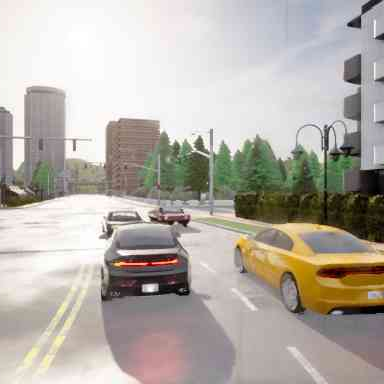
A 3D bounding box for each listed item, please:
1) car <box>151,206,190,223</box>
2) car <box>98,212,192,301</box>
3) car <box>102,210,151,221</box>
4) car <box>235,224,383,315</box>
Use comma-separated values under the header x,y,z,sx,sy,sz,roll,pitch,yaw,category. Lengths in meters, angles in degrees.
x,y,z,sx,sy,sz,roll,pitch,yaw,category
-1.668,1.601,22.394,1.895,1.301,4.718,0,0,-18,car
-1.272,1.505,8.443,1.837,1.490,4.892,0,0,-12,car
-3.637,1.601,17.259,1.895,1.301,4.718,0,0,-18,car
2.488,1.477,7.743,1.882,1.535,5.008,0,0,-10,car
